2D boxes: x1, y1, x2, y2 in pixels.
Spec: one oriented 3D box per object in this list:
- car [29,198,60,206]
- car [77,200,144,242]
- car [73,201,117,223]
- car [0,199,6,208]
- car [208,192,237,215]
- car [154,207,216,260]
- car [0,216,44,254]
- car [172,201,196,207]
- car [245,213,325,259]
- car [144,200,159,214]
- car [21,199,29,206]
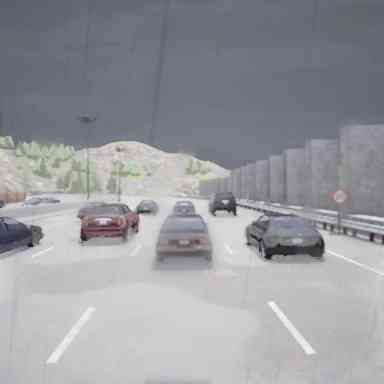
[{"bbox_3d":[-18.938,1.497,43.749,2.128,1.511,4.902,-1,0,-3],"label":"car"},{"bbox_3d":[-3.860,1.319,16.367,2.097,1.767,4.553,-1,0,-1],"label":"car"},{"bbox_3d":[-7.632,1.507,26.821,2.033,1.411,5.357,-1,0,-1],"label":"car"},{"bbox_3d":[-25.892,1.577,42.761,2.128,1.511,4.902,-1,0,-3],"label":"car"},{"bbox_3d":[2.774,1.047,30.944,2.150,2.045,5.566,-1,0,-1],"label":"car"},{"bbox_3d":[-0.271,1.494,12.148,2.033,1.411,5.357,-1,0,-1],"label":"car"},{"bbox_3d":[-7.266,1.572,11.913,2.033,1.411,5.357,-1,0,-1],"label":"car"},{"bbox_3d":[-0.636,1.430,27.016,2.033,1.411,5.357,-1,0,-1],"label":"car"},{"bbox_3d":[3.230,1.472,12.286,1.994,1.385,4.181,-1,0,-1],"label":"car"},{"bbox_3d":[-4.269,1.461,32.267,1.994,1.385,4.181,-1,0,-2],"label":"car"},{"bbox_3d":[-22.522,1.552,47.405,1.812,1.442,4.674,0,0,-3],"label":"car"}]
